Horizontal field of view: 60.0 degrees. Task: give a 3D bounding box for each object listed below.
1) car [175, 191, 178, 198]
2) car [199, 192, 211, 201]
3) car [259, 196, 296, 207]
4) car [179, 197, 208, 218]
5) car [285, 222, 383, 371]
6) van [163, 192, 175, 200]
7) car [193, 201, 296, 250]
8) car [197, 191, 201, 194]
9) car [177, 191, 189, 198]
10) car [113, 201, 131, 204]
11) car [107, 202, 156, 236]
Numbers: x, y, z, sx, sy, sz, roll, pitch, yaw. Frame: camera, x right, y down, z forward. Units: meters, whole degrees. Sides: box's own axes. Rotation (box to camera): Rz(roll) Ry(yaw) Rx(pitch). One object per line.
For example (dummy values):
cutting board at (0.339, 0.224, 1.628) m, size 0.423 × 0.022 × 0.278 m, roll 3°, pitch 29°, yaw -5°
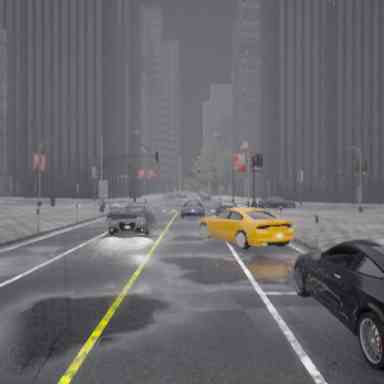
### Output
car at (-5.340, 1.113, 86.003) m, size 1.947 × 1.339 × 4.313 m, roll 0°, pitch 0°, yaw 1°
car at (3.019, 1.181, 69.383) m, size 2.008 × 1.369 × 4.403 m, roll 0°, pitch 0°, yaw 1°
car at (10.916, 1.338, 42.467) m, size 4.553 × 1.767 × 2.097 m, roll 1°, pitch 0°, yaw -4°
car at (0.079, 1.409, 27.895) m, size 1.994 × 1.385 × 4.181 m, roll 0°, pitch 0°, yaw 0°
car at (3.155, 1.494, 5.496) m, size 1.812 × 1.442 × 4.674 m, roll 0°, pitch 0°, yaw 0°
van at (-5.450, 0.943, 74.978) m, size 1.690 × 1.788 × 3.998 m, roll 0°, pitch 0°, yaw 1°
car at (2.081, 1.398, 14.147) m, size 1.882 × 1.535 × 5.008 m, roll 0°, pitch 1°, yaw -25°
car at (3.185, 0.863, 85.920) m, size 2.192 × 1.841 × 5.009 m, roll 0°, pitch 0°, yaw 1°
car at (-2.548, 1.010, 89.084) m, size 1.882 × 1.535 × 5.008 m, roll 0°, pitch 0°, yaw 1°
car at (-5.735, 1.400, 27.212) m, size 2.008 × 1.369 × 4.403 m, roll 0°, pitch 0°, yaw 0°
car at (-3.074, 1.464, 17.746) m, size 1.994 × 1.385 × 4.181 m, roll 0°, pitch 0°, yaw 0°
